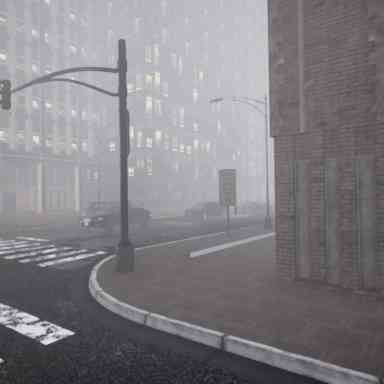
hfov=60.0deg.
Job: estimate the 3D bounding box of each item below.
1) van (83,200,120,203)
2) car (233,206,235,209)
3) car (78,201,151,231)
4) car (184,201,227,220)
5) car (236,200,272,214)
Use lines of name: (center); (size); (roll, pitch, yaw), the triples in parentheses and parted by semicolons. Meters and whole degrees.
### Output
van: (-6.026, 1.460, 23.520); (1.690, 1.788, 3.998); (-2, -1, 36)
car: (6.829, 1.689, 41.415); (1.752, 1.417, 4.829); (-2, -1, 36)
car: (-4.652, 1.557, 21.004); (2.128, 1.511, 4.902); (-1, -1, 34)
car: (1.282, 1.563, 29.247); (1.882, 1.535, 5.008); (-1, -1, 36)
car: (7.243, 1.707, 37.530); (1.895, 1.301, 4.718); (-1, -1, 36)
